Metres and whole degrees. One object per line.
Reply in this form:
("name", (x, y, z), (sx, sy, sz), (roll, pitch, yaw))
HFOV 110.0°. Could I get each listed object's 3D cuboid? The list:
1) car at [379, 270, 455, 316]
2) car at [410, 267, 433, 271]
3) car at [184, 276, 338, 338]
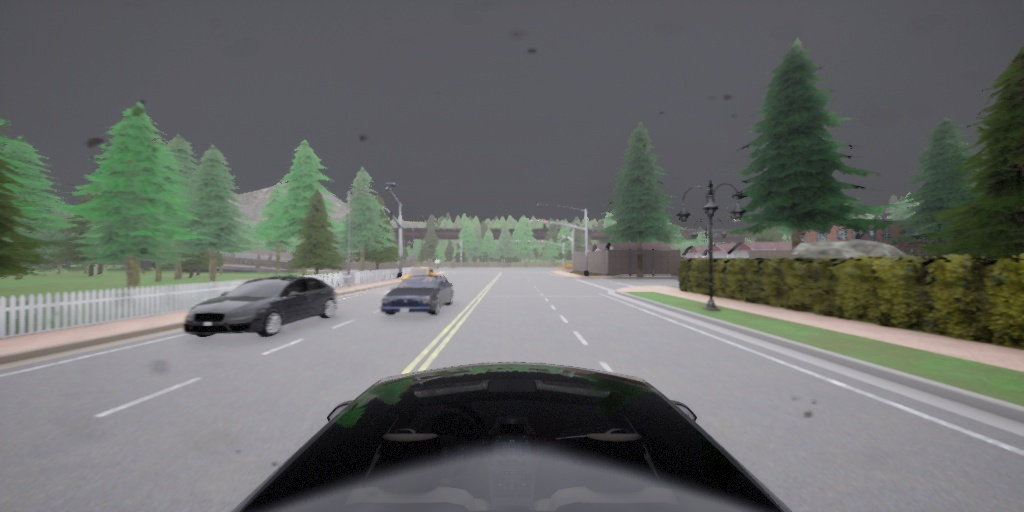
("car", (-3.543, 1.464, 14.551), (2.033, 1.411, 5.357), (0, -1, 1))
("car", (-7.003, 1.612, 27.546), (1.882, 1.535, 5.008), (0, 0, 0))
("car", (-7.071, 1.373, 10.778), (1.837, 1.490, 4.892), (0, -1, 0))
